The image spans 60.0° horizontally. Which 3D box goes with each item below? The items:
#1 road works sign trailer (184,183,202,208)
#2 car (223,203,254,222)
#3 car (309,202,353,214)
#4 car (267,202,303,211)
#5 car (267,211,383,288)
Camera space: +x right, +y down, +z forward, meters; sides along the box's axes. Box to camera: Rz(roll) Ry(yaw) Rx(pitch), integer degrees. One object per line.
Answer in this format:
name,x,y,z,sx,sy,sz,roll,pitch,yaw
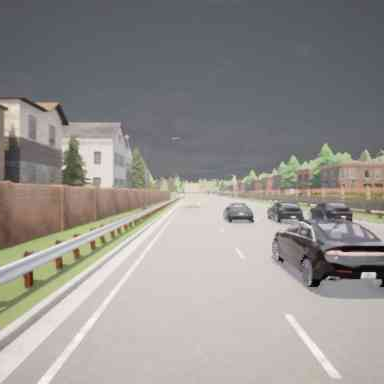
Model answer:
road works sign trailer,0.007,0.474,47.193,2.380,3.560,2.880,0,0,0
car,3.604,1.569,26.323,1.994,1.385,4.181,0,0,0
car,10.603,1.510,25.719,1.837,1.490,4.892,0,0,0
car,7.104,1.510,25.724,1.837,1.490,4.892,0,0,0
car,3.602,1.493,9.209,2.128,1.511,4.902,0,0,0
